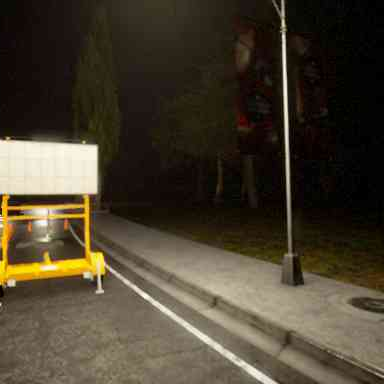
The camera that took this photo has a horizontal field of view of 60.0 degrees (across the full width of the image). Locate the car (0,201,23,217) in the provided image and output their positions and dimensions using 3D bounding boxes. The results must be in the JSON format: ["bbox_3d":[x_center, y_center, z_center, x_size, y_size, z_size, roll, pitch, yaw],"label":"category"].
[{"bbox_3d":[-17.451,1.598,31.984,1.882,1.535,5.008,0,-1,-23],"label":"car"}]

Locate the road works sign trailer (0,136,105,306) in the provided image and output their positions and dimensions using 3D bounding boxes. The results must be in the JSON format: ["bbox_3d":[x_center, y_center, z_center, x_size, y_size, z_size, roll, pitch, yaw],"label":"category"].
[{"bbox_3d":[-3.582,0.483,8.283,2.380,3.560,2.880,0,0,-26],"label":"road works sign trailer"}]
